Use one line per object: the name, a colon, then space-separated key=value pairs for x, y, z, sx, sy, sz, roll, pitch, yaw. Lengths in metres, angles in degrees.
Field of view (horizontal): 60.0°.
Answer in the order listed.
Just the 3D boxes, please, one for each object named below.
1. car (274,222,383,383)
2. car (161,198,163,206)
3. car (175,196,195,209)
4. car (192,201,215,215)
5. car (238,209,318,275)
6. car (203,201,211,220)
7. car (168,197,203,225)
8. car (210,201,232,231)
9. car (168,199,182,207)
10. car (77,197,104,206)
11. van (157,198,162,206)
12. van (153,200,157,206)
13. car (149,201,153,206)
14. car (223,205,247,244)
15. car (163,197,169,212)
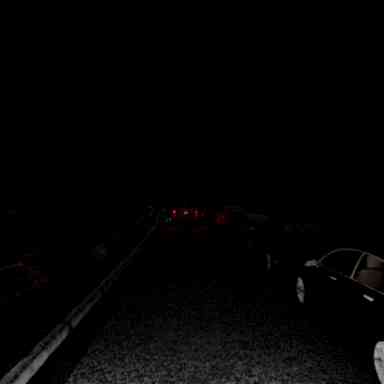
car: x=2.999 y=1.489 z=4.969 sx=2.231 sy=1.521 sz=4.892 roll=0 pitch=0 yaw=0
car: x=-4.719 y=2.336 z=70.979 sx=2.002 sy=1.452 sz=4.674 roll=0 pitch=-2 yaw=-14
car: x=-1.232 y=1.658 z=54.773 sx=2.435 sy=2.045 sz=5.566 roll=0 pitch=-1 yaw=-10
car: x=1.230 y=1.757 z=38.288 sx=2.002 sy=1.452 sz=4.674 roll=0 pitch=0 yaw=-6
car: x=2.992 y=1.508 z=10.489 sx=2.231 sy=1.521 sz=4.892 roll=0 pitch=0 yaw=0
car: x=1.811 y=1.704 z=32.799 sx=2.163 sy=1.488 sz=4.792 roll=0 pitch=0 yaw=-5
car: x=-0.574 y=1.490 z=25.477 sx=2.097 sy=1.767 sz=4.553 roll=0 pitch=0 yaw=-4
car: x=2.652 y=1.588 z=21.580 sx=2.097 sy=1.535 sz=5.008 roll=0 pitch=0 yaw=-2
car: x=-3.451 y=2.185 z=65.586 sx=2.002 sy=1.452 sz=4.674 roll=0 pitch=-1 yaw=-12
car: x=-22.057 y=2.190 z=72.299 sx=5.566 sy=2.045 sz=2.435 roll=0 pitch=-2 yaw=-15
van: x=-6.100 y=2.248 z=76.485 sx=1.878 sy=1.987 sz=4.442 roll=0 pitch=-2 yaw=-14
van: x=-7.583 y=2.443 z=81.819 sx=1.878 sy=1.987 sz=4.442 roll=0 pitch=-2 yaw=-15
car: x=-9.137 y=2.905 z=87.039 sx=2.163 sy=1.488 sz=4.792 roll=0 pitch=-2 yaw=-16
car: x=2.881 y=1.586 z=16.036 sx=2.002 sy=1.452 sz=4.674 roll=0 pitch=0 yaw=-1
car: x=-2.354 y=1.751 z=42.848 sx=1.882 sy=1.535 sz=5.008 roll=0 pitch=-1 yaw=-8
